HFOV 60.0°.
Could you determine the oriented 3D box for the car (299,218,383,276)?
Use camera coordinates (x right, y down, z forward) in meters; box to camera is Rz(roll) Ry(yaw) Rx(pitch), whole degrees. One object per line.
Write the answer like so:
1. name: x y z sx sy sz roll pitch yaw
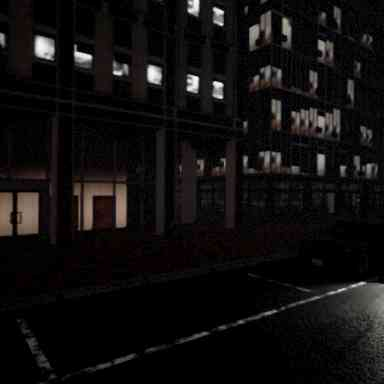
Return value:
1. car: 5.144 1.508 10.207 4.313 1.339 1.947 0 1 -35
